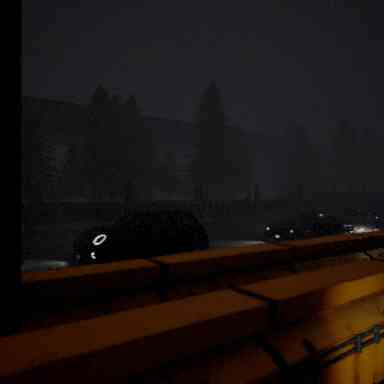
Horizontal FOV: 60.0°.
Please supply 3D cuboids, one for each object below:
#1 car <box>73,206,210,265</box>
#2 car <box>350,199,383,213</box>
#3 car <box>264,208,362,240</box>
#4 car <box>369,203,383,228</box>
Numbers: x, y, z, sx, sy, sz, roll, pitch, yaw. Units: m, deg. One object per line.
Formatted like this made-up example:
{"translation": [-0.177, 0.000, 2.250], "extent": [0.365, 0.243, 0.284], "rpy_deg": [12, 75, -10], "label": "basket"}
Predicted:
{"translation": [-1.627, 1.405, 11.432], "extent": [4.553, 1.767, 2.097], "rpy_deg": [1, 0, -35], "label": "car"}
{"translation": [14.204, 1.312, 26.982], "extent": [5.008, 1.535, 1.882], "rpy_deg": [-2, 1, -36], "label": "car"}
{"translation": [6.123, 1.697, 16.971], "extent": [5.357, 1.411, 2.033], "rpy_deg": [1, 0, -36], "label": "car"}
{"translation": [14.463, 1.683, 22.940], "extent": [4.674, 1.442, 1.812], "rpy_deg": [-1, 1, -35], "label": "car"}
